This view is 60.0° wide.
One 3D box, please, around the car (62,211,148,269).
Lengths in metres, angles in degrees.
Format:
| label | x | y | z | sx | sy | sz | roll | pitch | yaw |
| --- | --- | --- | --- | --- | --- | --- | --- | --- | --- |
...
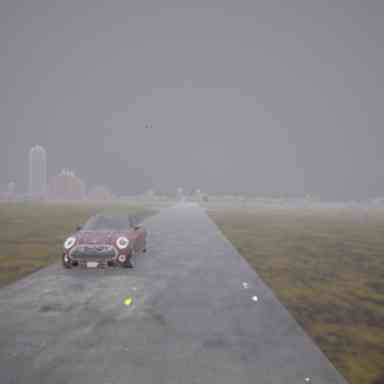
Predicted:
| label | x | y | z | sx | sy | sz | roll | pitch | yaw |
| --- | --- | --- | --- | --- | --- | --- | --- | --- | --- |
| car | -2.850 | 1.518 | 11.780 | 2.097 | 1.767 | 4.553 | 0 | -1 | 0 |
